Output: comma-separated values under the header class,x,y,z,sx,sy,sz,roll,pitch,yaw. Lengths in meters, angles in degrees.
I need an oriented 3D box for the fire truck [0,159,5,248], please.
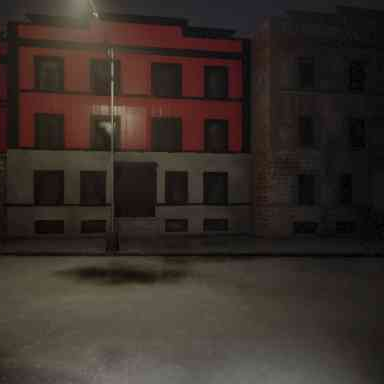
class,x,y,z,sx,sy,sz,roll,pitch,yaw
fire truck,-10.460,0.342,9.788,8.468,3.827,2.891,0,0,1
